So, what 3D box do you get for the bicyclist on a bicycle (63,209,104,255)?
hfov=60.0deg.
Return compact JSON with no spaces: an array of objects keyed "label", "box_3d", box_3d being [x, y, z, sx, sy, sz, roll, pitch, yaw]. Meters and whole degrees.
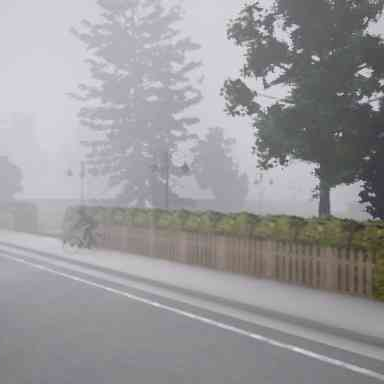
[{"label":"bicyclist on a bicycle","box_3d":[-3.931,1.445,12.190,0.582,1.620,1.656,0,-2,41]}]
